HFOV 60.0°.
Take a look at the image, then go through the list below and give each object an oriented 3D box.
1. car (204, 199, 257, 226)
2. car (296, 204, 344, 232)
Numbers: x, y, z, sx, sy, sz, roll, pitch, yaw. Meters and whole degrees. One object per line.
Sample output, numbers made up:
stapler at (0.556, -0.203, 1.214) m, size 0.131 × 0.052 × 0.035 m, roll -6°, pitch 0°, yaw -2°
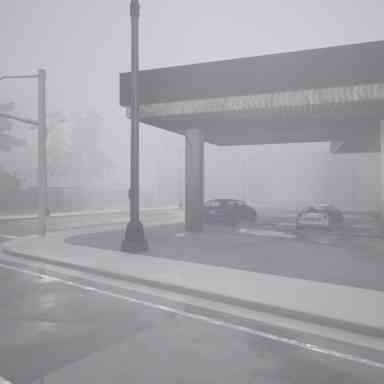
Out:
car at (2.624, 1.295, 22.607) m, size 2.242 × 1.667 × 4.611 m, roll 0°, pitch 0°, yaw 37°
car at (7.698, 1.456, 19.805) m, size 1.970 × 1.475 × 3.806 m, roll 0°, pitch 0°, yaw 37°
